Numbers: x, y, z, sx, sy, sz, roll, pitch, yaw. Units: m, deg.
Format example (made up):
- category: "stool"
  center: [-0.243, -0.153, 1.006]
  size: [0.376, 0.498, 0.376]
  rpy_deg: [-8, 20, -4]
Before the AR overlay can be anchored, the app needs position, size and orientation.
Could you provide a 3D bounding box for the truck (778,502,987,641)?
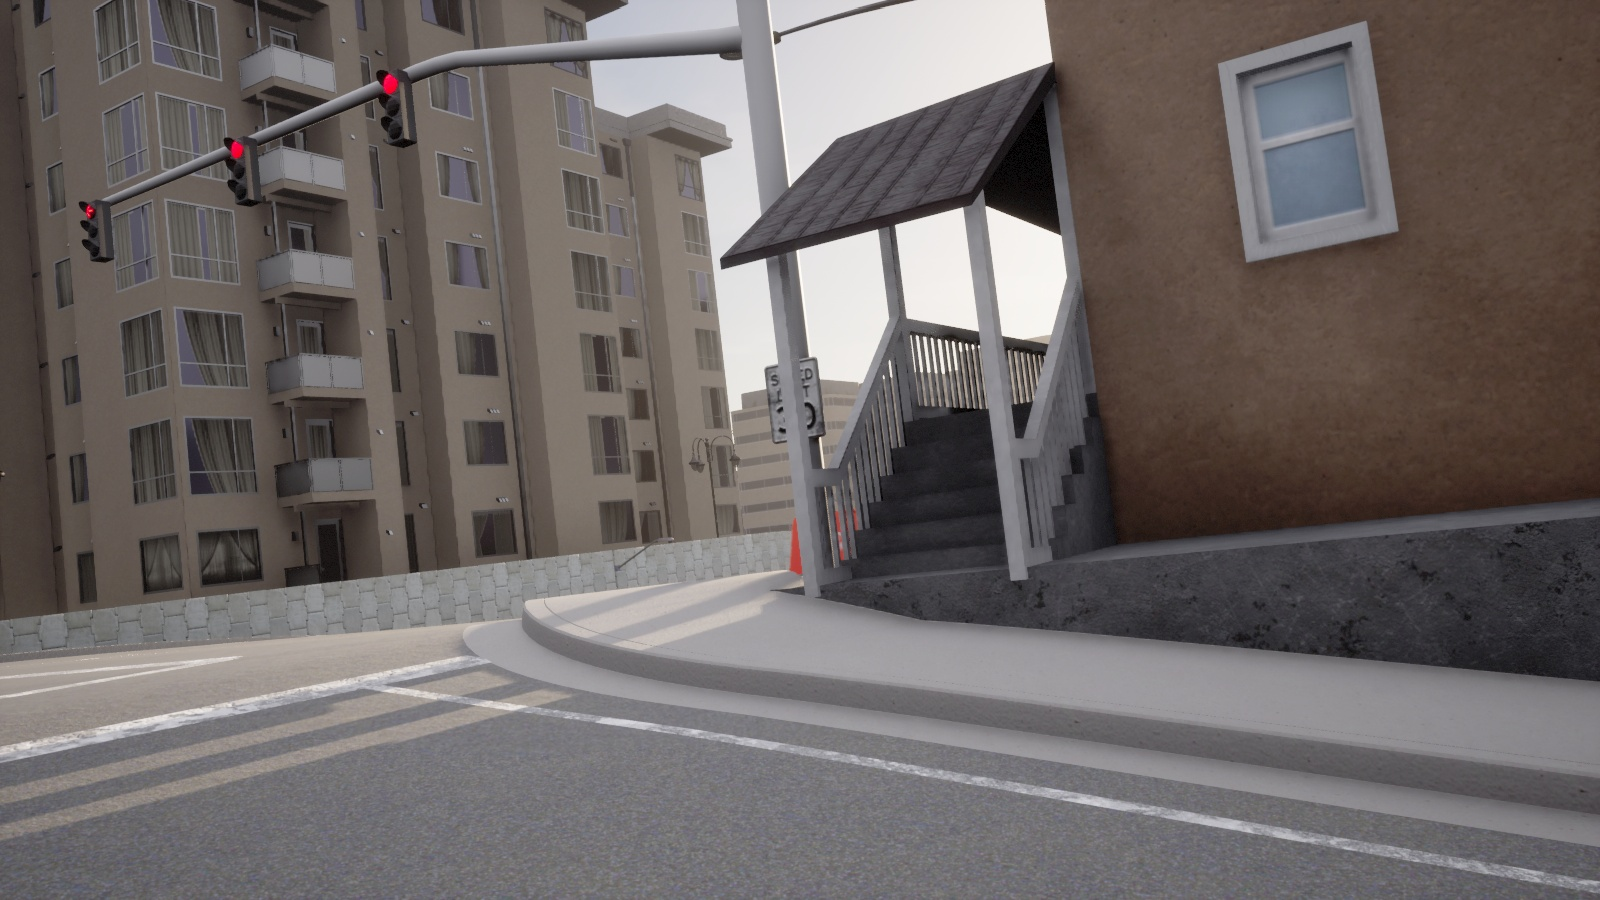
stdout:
- category: "truck"
  center: [2.069, 3.049, 29.985]
  size: [2.627, 2.467, 5.204]
  rpy_deg: [-10, -17, 33]
